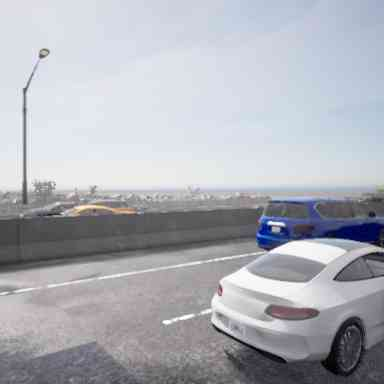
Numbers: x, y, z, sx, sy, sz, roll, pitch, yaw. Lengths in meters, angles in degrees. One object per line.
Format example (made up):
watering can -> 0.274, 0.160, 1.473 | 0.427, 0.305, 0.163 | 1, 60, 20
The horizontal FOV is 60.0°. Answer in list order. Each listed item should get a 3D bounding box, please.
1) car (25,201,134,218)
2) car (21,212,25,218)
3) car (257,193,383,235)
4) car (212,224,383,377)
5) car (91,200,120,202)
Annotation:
car -> -5.570, 1.458, 17.215 | 5.008, 1.535, 1.882 | 0, 0, -35
car -> -9.194, 1.469, 23.228 | 4.902, 1.511, 2.128 | 0, 0, -35
car -> 4.663, 1.184, 11.370 | 5.566, 2.045, 2.150 | 0, 0, -35
car -> 2.438, 1.508, 5.485 | 4.674, 1.442, 1.812 | 0, 0, -35
car -> -5.974, 1.325, 21.225 | 4.553, 1.767, 2.097 | 0, 0, -35
